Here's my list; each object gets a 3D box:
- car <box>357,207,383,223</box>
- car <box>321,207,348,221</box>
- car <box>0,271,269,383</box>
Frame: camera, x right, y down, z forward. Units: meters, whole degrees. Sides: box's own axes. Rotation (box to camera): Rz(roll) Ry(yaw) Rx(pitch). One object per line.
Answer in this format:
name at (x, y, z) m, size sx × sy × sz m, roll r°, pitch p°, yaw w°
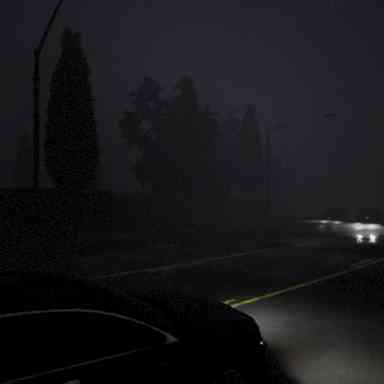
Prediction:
car at (17.305, 2.166, 32.318) m, size 2.128 × 1.511 × 4.902 m, roll 0°, pitch -2°, yaw 34°
car at (15.155, 2.255, 35.201) m, size 2.033 × 1.411 × 5.357 m, roll 0°, pitch -2°, yaw 34°
car at (-1.410, 1.511, 2.902) m, size 4.892 × 1.490 × 1.837 m, roll 0°, pitch 0°, yaw -36°
